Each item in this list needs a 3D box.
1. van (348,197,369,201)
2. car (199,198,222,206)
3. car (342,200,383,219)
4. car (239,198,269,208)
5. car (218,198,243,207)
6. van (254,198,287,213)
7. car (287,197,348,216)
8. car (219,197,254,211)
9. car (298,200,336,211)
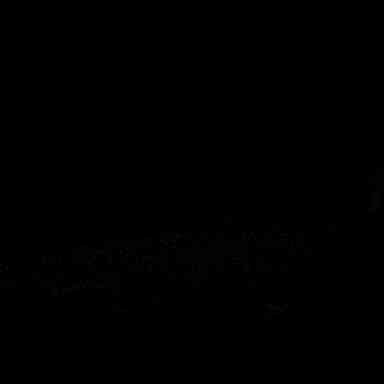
[{"bbox_3d":[19.895,1.439,39.625,1.690,1.788,3.998,-1,0,-36],"label":"van"},{"bbox_3d":[3.399,1.911,62.735,2.008,1.369,4.403,-1,0,-36],"label":"car"},{"bbox_3d":[16.269,1.714,30.042,1.802,1.307,4.206,-1,0,-36],"label":"car"},{"bbox_3d":[9.900,1.786,53.630,1.752,1.417,4.829,-1,0,-36],"label":"car"},{"bbox_3d":[6.699,1.855,58.113,1.887,1.381,4.507,-1,0,-36],"label":"car"},{"bbox_3d":[9.662,1.586,39.286,1.690,1.788,3.998,-1,0,-36],"label":"van"},{"bbox_3d":[12.962,1.504,34.664,2.192,1.841,5.009,-1,0,-36],"label":"car"},{"bbox_3d":[6.361,1.613,43.908,2.192,1.841,5.009,-1,0,-36],"label":"car"},{"bbox_3d":[16.600,1.720,44.248,1.947,1.339,4.313,-1,0,-36],"label":"car"}]
